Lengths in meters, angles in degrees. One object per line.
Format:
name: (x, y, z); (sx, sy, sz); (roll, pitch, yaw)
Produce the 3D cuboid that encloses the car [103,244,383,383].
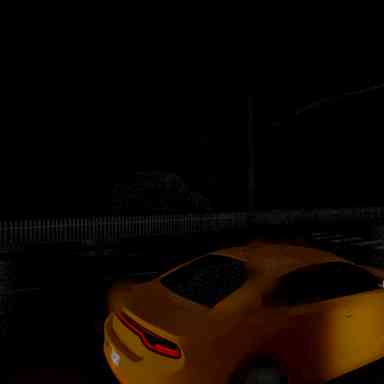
car: (1.377, 1.478, 4.560); (5.008, 1.535, 1.882); (0, 0, -30)
